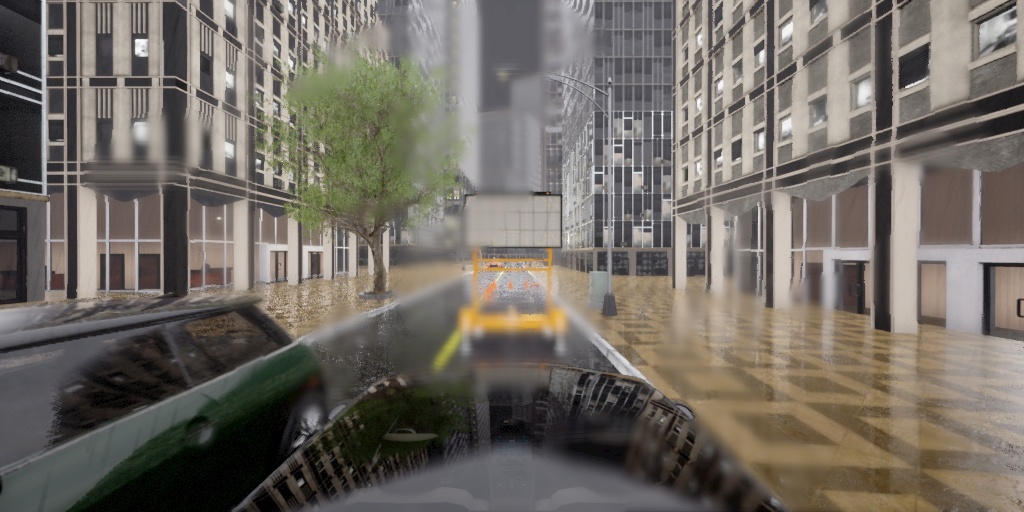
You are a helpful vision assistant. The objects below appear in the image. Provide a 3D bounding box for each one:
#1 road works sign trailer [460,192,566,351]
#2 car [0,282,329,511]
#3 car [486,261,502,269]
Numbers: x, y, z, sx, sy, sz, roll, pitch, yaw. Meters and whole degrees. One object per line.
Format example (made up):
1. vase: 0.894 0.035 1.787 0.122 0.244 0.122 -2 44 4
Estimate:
1. road works sign trailer: 0.034 0.214 8.941 2.380 3.560 2.880 0 0 0
2. car: -2.846 1.102 1.605 2.097 1.767 4.553 0 0 0
3. car: -2.541 1.149 51.943 2.097 1.767 4.553 0 0 0
